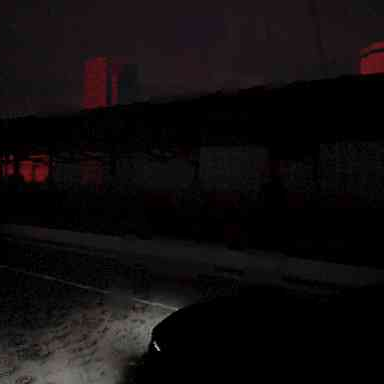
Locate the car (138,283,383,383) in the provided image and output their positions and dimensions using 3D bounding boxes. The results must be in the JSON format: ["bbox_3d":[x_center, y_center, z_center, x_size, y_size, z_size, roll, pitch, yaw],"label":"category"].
[{"bbox_3d":[1.680,1.512,2.613,4.674,1.442,1.812,1,1,35],"label":"car"}]
